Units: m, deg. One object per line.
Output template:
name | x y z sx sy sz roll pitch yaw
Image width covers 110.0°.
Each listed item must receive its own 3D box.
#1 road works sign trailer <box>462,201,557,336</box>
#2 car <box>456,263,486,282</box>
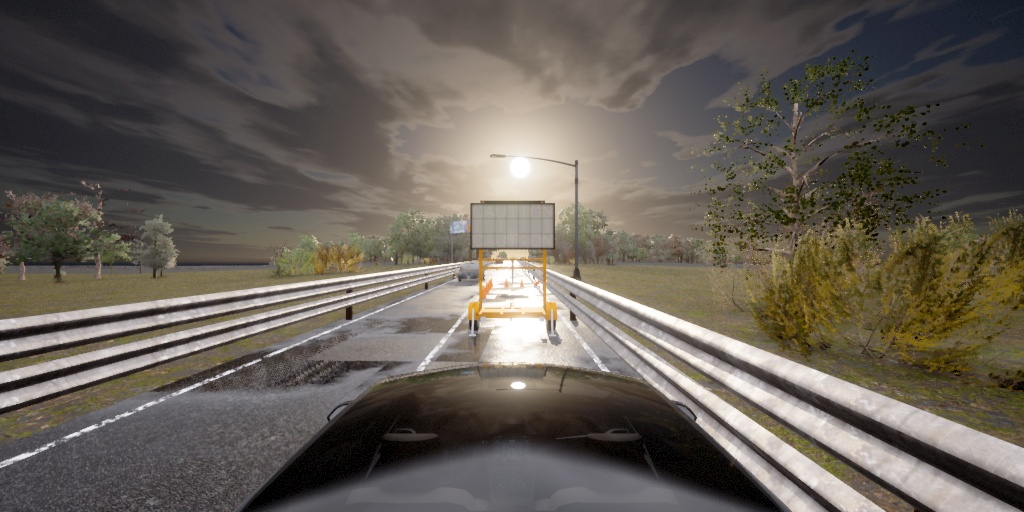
road works sign trailer | 0.021 0.218 10.343 2.380 3.560 2.880 0 0 0
car | -3.217 1.286 28.941 1.812 1.442 4.674 0 0 0
